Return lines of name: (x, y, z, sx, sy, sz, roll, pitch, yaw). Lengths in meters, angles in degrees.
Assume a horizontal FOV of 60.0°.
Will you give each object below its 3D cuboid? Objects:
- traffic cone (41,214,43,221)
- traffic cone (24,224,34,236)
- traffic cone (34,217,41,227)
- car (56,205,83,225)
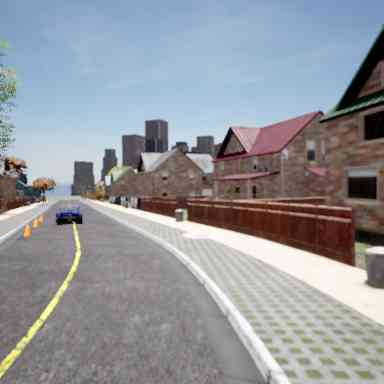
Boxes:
traffic cone: (-12.324, 2.093, 27.221, 0.340, 0.580, 0.340, -1, 0, -20)
traffic cone: (-8.837, 2.029, 17.846, 0.340, 0.580, 0.340, -1, 0, -20)
traffic cone: (-10.580, 2.061, 22.534, 0.340, 0.580, 0.340, -1, 0, -20)
car: (-9.389, 1.688, 25.522, 1.895, 1.301, 4.718, -1, 0, -21)
